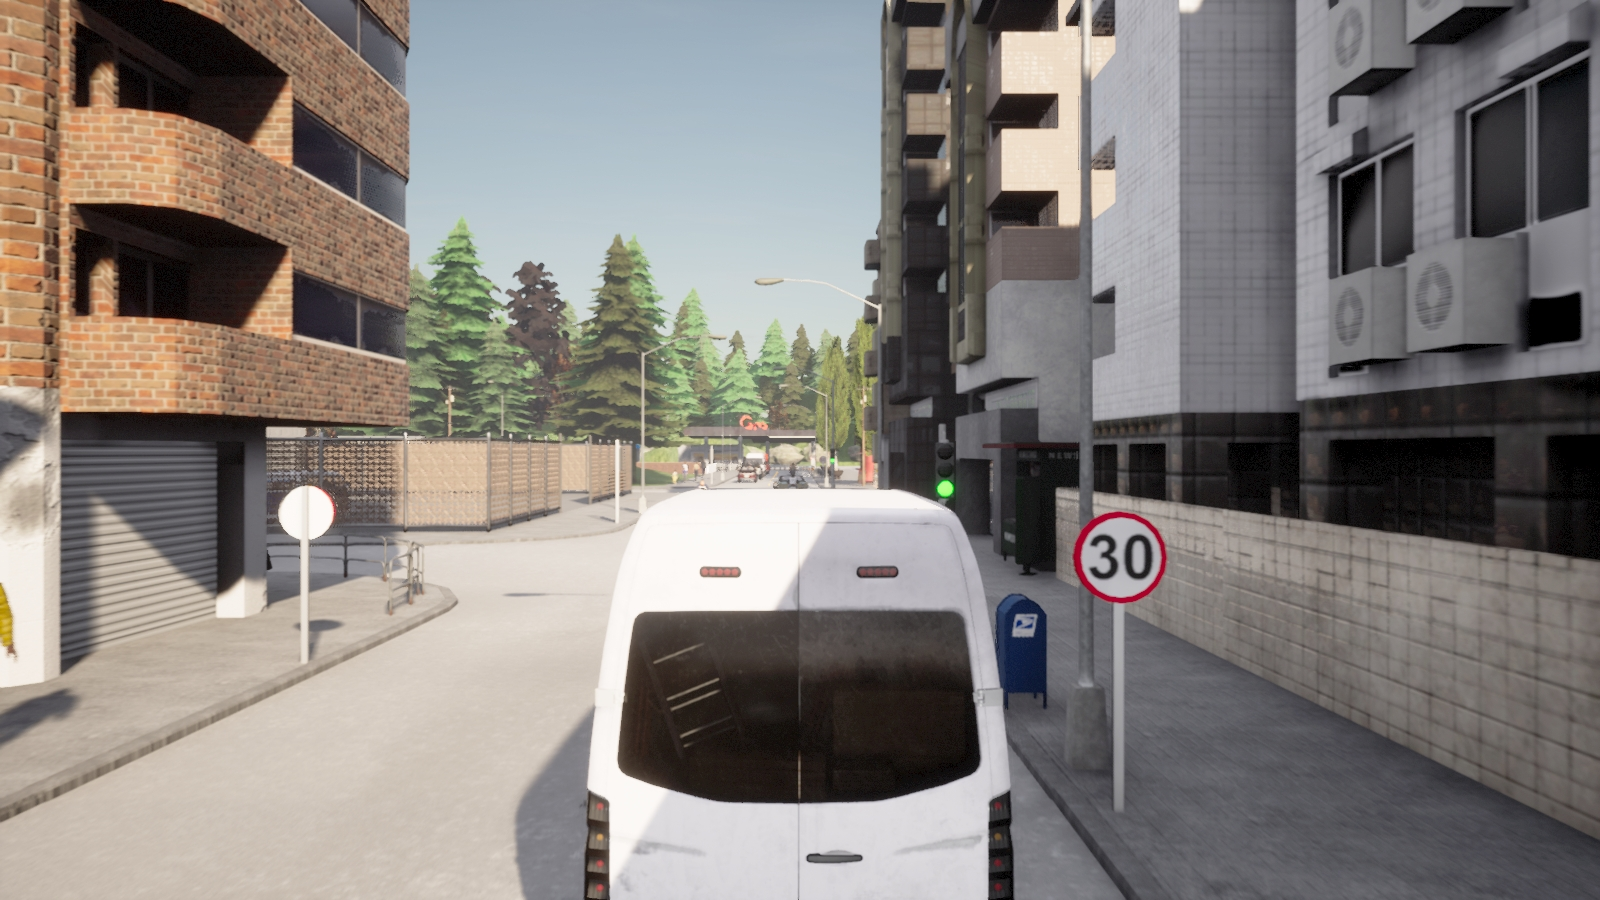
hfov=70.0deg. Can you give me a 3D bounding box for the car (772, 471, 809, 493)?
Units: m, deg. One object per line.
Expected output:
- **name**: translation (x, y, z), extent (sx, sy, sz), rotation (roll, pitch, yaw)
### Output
- **car**: translation (-0.628, 1.986, 72.035), extent (1.895, 1.301, 4.718), rotation (0, 0, -6)

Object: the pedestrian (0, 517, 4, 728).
- **pedestrian**: translation (-7.230, 1.524, 9.937), extent (0.375, 1.860, 0.375), rotation (0, 0, -9)

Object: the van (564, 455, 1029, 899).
- **van**: translation (-0.031, 1.321, 7.842), extent (1.988, 2.561, 5.915), rotation (0, 0, 0)
